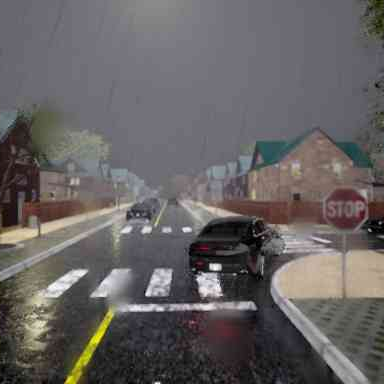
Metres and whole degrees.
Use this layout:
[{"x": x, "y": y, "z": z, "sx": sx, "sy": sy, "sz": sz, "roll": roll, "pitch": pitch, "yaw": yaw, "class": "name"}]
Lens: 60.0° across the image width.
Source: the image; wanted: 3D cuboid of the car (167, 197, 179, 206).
[{"x": -3.262, "y": 1.646, "z": 56.494, "sx": 1.837, "sy": 1.490, "sz": 4.892, "roll": 0, "pitch": 0, "yaw": -4, "class": "car"}]

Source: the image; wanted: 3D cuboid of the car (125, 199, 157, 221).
[{"x": -4.231, "y": 1.570, "z": 27.471, "sx": 1.994, "sy": 1.385, "sz": 4.181, "roll": 0, "pitch": 0, "yaw": -2, "class": "car"}]

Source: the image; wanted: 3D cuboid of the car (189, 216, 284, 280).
[{"x": 1.477, "y": 1.480, "z": 10.081, "sx": 1.837, "sy": 1.490, "sz": 4.892, "roll": -3, "pitch": 0, "yaw": 23, "class": "car"}]

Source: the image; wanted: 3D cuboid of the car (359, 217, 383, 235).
[{"x": 10.777, "y": 1.518, "z": 16.310, "sx": 4.718, "sy": 1.301, "sz": 1.895, "roll": 0, "pitch": -1, "yaw": -5, "class": "car"}]

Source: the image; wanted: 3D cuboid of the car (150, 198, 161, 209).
[{"x": -4.881, "y": 1.586, "z": 37.382, "sx": 2.033, "sy": 1.411, "sz": 5.357, "roll": 0, "pitch": 0, "yaw": -4, "class": "car"}]

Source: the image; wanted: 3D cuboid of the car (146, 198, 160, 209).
[{"x": -5.530, "y": 1.615, "z": 47.621, "sx": 1.812, "sy": 1.442, "sz": 4.674, "roll": 0, "pitch": 0, "yaw": -4, "class": "car"}]
